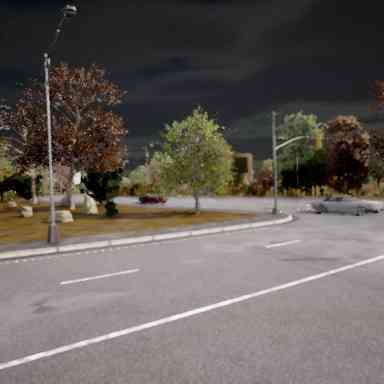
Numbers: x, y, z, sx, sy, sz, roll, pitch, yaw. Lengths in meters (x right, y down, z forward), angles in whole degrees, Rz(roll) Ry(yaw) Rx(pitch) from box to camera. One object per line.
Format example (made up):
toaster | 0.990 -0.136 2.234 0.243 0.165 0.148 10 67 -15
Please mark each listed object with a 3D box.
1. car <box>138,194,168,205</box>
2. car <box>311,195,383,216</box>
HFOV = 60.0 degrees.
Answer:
car | -5.150 0.935 44.053 1.895 1.301 4.718 -3 2 -39
car | 10.971 0.879 23.514 1.895 1.301 4.718 -3 2 -34
